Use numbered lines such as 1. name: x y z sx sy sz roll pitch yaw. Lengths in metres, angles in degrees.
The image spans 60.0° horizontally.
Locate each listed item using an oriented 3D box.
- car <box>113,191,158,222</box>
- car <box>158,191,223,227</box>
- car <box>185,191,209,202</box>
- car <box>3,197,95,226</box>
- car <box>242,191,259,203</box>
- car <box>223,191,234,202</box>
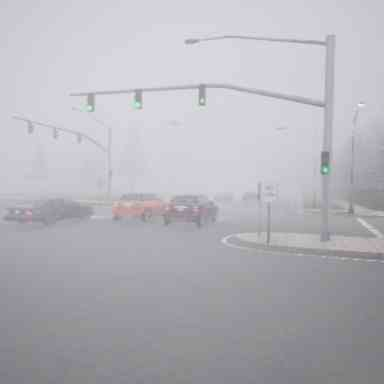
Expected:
1. car: -3.026 0.797 20.961 2.097 1.767 4.553 1 1 18
2. car: 0.082 0.892 19.196 2.097 1.767 4.553 1 1 18
3. car: 0.772 0.565 44.292 1.895 1.301 4.718 1 1 18
4. car: -7.573 0.976 18.257 2.033 1.411 5.357 1 1 18
5. car: 7.712 0.620 43.010 1.837 1.490 4.892 1 1 18
6. car: 4.323 0.599 43.907 1.994 1.385 4.181 1 1 18
